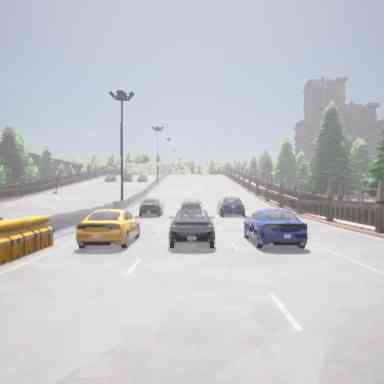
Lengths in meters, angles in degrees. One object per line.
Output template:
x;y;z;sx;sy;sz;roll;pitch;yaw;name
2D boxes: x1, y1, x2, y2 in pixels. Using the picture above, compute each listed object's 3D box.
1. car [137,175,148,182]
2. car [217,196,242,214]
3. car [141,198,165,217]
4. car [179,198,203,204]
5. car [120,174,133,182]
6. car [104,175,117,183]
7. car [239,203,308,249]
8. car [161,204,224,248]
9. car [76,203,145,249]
-10.815;-2.937;72.905;2.033;1.411;5.357;0;7;0;car
3.424;1.162;29.657;2.097;1.767;4.553;0;2;0;car
-3.576;1.311;29.653;1.837;1.490;4.892;0;2;0;car
-0.077;1.290;29.673;2.128;1.511;4.902;0;2;0;car
-14.315;-3.124;72.894;2.097;1.767;4.553;0;7;0;car
-17.815;-2.951;72.864;2.128;1.511;4.902;0;7;0;car
3.500;1.482;14.656;1.882;1.535;5.008;0;0;0;car
0.000;1.492;14.655;2.128;1.511;4.902;0;0;0;car
-3.500;1.482;14.653;1.882;1.535;5.008;0;0;0;car
